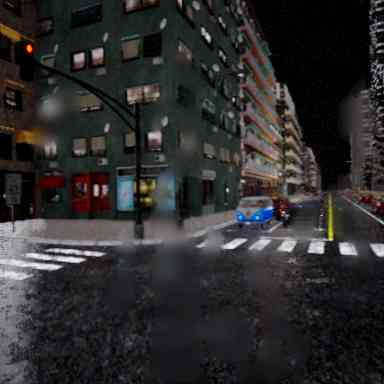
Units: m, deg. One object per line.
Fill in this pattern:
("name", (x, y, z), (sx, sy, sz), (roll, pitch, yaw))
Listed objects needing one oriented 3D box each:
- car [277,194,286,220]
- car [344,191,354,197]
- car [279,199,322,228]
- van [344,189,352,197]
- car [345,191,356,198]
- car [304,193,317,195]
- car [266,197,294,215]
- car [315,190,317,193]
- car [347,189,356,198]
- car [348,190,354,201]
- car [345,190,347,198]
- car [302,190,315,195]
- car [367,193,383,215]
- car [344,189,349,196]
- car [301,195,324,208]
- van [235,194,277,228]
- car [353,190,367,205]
("car", (5.979, 1.076, 25.328), (2.192, 1.841, 5.009), (-1, 0, 22))
("car", (36.966, 0.504, 78.307), (1.802, 1.307, 4.206), (-1, 0, 22))
("car", (6.692, 1.333, 20.338), (1.994, 1.385, 4.181), (-1, 0, 20))
("van", (39.075, 0.202, 83.413), (1.690, 1.788, 3.998), (-1, 0, 22))
("car", (34.852, 0.533, 73.199), (2.008, 1.369, 4.403), (-1, 0, 22))
("car", (14.467, 1.129, 39.056), (1.895, 1.301, 4.718), (-1, 0, 23))
("car", (8.095, 1.240, 30.438), (1.887, 1.381, 4.507), (-1, 0, 22))
("car", (29.223, 0.631, 81.512), (1.947, 1.339, 4.313), (-1, 0, 22))
("car", (28.514, 0.713, 57.877), (1.887, 1.381, 4.507), (-1, 0, 22))
("car", (26.401, 0.782, 52.769), (2.008, 1.369, 4.403), (-1, 0, 22))
("car", (30.627, 0.688, 62.984), (1.802, 1.307, 4.206), (-1, 0, 22))
("car", (22.883, 0.690, 66.188), (1.967, 1.590, 4.097), (-1, 0, 22))
("car", (15.836, 0.992, 27.231), (1.967, 1.590, 4.097), (-1, 0, 22))
("car", (32.736, 0.359, 68.090), (2.192, 1.841, 5.009), (-1, 0, 22))
("car", (10.577, 1.249, 29.679), (1.895, 1.301, 4.718), (-1, 0, 22))
("van", (3.866, 1.168, 20.221), (1.690, 1.788, 3.998), (-1, 0, 22))
("car", (22.174, 0.798, 42.553), (1.967, 1.590, 4.097), (-1, 0, 22))
